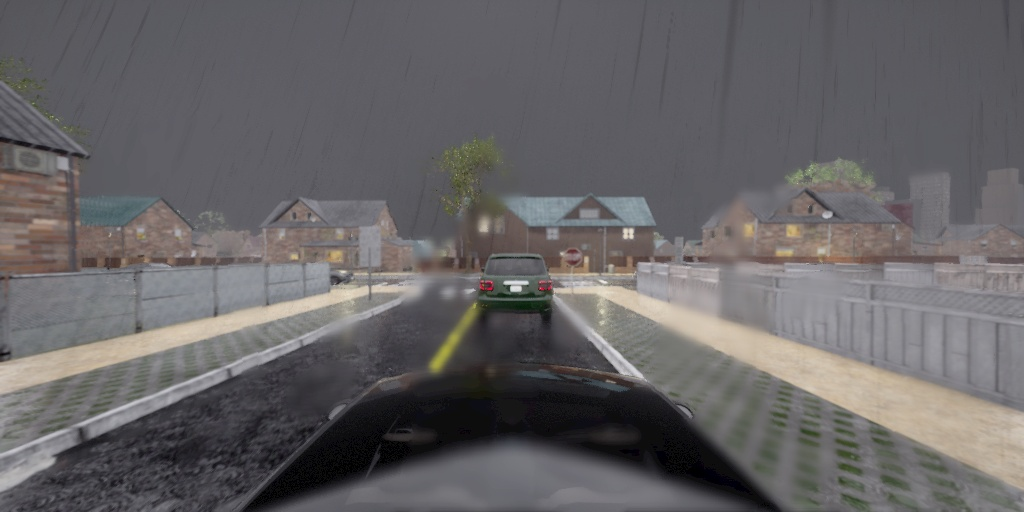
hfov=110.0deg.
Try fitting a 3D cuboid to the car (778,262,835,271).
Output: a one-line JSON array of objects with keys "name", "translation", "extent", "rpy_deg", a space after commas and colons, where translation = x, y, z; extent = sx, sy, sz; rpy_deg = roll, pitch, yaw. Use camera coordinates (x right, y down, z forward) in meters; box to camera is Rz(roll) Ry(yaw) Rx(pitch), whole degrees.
[{"name": "car", "translation": [22.275, 1.174, 26.011], "extent": [5.357, 1.411, 2.033], "rpy_deg": [0, 2, 2]}]

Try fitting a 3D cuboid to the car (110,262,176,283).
[{"name": "car", "translation": [-24.489, 1.181, 24.646], "extent": [5.008, 1.535, 1.882], "rpy_deg": [0, 2, 2]}]

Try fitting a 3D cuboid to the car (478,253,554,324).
[{"name": "car", "translation": [0.107, 0.936, 12.010], "extent": [2.150, 2.045, 5.566], "rpy_deg": [0, 0, 0]}]

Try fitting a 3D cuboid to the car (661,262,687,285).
[{"name": "car", "translation": [12.289, 1.271, 23.459], "extent": [4.181, 1.385, 1.994], "rpy_deg": [0, 2, 3]}]

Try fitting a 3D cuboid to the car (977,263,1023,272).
[{"name": "car", "translation": [37.026, 1.213, 26.631], "extent": [4.181, 1.385, 1.994], "rpy_deg": [0, 2, -10]}]

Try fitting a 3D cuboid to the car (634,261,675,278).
[{"name": "car", "translation": [11.513, 1.120, 26.372], "extent": [4.902, 1.511, 2.128], "rpy_deg": [0, 2, 2]}]

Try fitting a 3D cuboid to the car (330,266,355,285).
[{"name": "car", "translation": [-13.100, 1.235, 24.258], "extent": [4.674, 1.442, 1.812], "rpy_deg": [0, 2, 2]}]
